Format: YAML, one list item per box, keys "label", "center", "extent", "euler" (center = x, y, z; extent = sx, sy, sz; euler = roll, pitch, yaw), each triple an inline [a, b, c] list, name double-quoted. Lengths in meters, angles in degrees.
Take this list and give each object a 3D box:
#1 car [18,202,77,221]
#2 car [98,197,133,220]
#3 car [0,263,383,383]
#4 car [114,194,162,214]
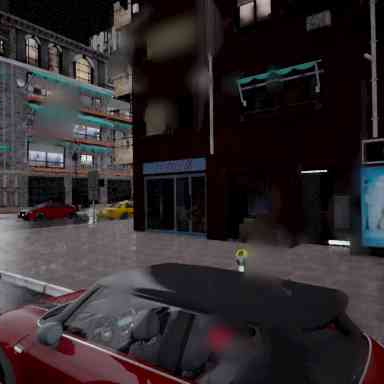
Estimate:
- label: "car"
  center: [-11.041, 1.452, 25.620]
  extent: [1.994, 1.385, 4.181]
  euler: [-1, 0, 36]
- label: "car"
  center: [-4.619, 1.283, 24.563]
  extent: [1.752, 1.417, 4.829]
  euler: [-1, 0, 36]
- label: "car"
  center: [-0.356, 1.441, 3.206]
  extent: [4.097, 1.590, 1.967]
  euler: [0, -1, 36]
- label: "car"
  center: [-5.340, 1.154, 33.360]
  extent: [2.097, 1.767, 4.553]
  euler: [-1, 0, 37]
